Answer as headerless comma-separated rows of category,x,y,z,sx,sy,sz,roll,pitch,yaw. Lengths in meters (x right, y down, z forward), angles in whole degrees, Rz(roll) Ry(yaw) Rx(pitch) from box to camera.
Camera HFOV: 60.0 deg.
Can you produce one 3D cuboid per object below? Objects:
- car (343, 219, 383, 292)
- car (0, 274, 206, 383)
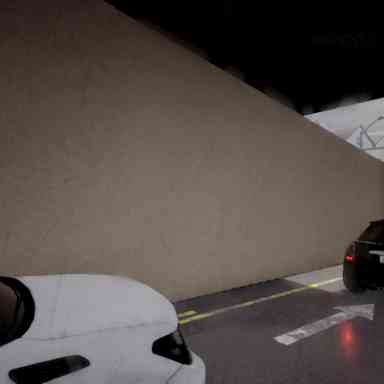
car,5.549,1.355,7.722,4.553,1.767,2.097,0,0,-36
car,-2.545,1.221,1.973,5.566,2.045,2.150,0,0,-35
